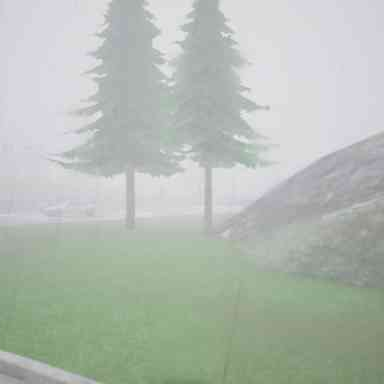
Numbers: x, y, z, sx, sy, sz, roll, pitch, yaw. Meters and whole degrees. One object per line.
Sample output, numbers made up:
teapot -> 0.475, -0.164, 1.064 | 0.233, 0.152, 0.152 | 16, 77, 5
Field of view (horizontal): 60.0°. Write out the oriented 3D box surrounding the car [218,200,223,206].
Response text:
car -> 5.997, 1.471, 51.924 | 4.181, 1.385, 1.994 | 0, 0, -38

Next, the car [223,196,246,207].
car -> 7.339, 1.387, 48.530 | 5.008, 1.535, 1.882 | 0, 0, -38

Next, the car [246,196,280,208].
car -> 10.128, 1.509, 46.269 | 4.718, 1.301, 1.895 | 0, 0, -38

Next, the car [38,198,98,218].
car -> -10.744, 1.499, 29.660 | 4.674, 1.442, 1.812 | 0, 0, -39

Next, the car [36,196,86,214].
car -> -14.108, 1.321, 35.949 | 4.553, 1.767, 2.097 | 0, 0, -39
